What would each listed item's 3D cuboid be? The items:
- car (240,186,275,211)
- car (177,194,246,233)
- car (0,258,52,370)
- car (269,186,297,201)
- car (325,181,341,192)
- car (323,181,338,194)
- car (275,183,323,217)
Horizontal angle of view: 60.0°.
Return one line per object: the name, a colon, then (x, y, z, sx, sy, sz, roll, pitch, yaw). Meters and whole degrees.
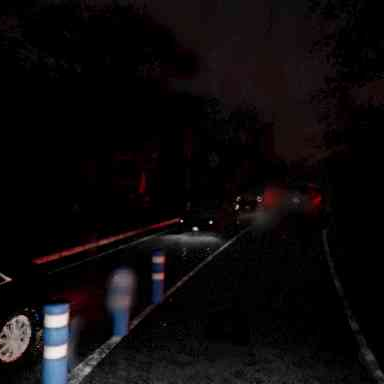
car: (4.934, 0.413, 25.867, 2.097, 1.767, 4.553, 0, 3, 25)
car: (1.079, 1.093, 16.953, 2.033, 1.411, 5.357, 0, 3, 21)
car: (-3.441, 1.449, 3.053, 1.837, 1.490, 4.892, 1, 0, 16)
car: (9.762, 0.111, 35.549, 1.895, 1.301, 4.718, 0, 3, 28)
car: (20.945, -0.872, 49.301, 2.128, 1.511, 4.902, 0, 3, 25)
car: (16.230, -0.292, 40.164, 2.033, 1.411, 5.357, 0, 3, 28)
car: (7.297, 0.421, 22.214, 2.150, 2.045, 5.566, 0, 3, 24)
